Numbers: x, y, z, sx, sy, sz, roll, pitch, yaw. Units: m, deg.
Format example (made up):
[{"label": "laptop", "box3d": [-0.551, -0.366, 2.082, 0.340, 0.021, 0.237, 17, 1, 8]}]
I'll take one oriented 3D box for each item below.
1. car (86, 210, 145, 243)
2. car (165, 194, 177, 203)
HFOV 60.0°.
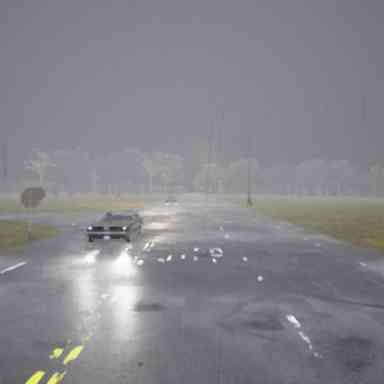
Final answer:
[{"label": "car", "box3d": [-3.500, 1.543, 15.871, 1.895, 1.301, 4.718, 0, 1, 0]}, {"label": "car", "box3d": [-3.625, 1.171, 58.226, 1.837, 1.490, 4.892, 0, 0, 0]}]
